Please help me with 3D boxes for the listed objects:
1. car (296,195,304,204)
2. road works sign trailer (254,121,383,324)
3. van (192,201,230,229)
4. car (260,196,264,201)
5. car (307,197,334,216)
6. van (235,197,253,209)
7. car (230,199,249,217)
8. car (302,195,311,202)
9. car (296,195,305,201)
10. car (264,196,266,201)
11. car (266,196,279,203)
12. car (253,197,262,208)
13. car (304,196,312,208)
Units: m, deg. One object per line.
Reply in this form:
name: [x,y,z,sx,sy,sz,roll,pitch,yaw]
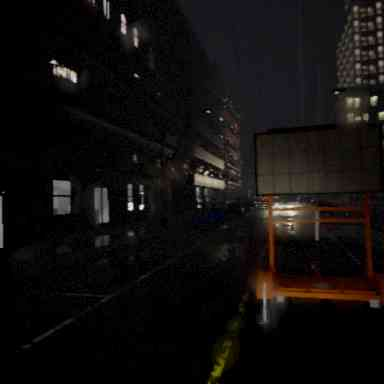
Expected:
car: [20.109,1.216,58.884,2.192,1.841,5.009,-1,0,16]
road works sign trailer: [2.551,0.453,6.827,2.380,3.560,2.880,-2,-1,16]
van: [1.229,1.517,22.887,1.690,1.788,3.998,-1,0,16]
car: [10.534,1.754,55.790,1.802,1.307,4.206,-1,0,16]
car: [12.362,1.463,31.467,2.008,1.369,4.403,-1,0,16]
van: [5.881,1.520,39.341,1.690,1.788,3.998,-1,0,16]
car: [4.334,1.745,33.858,1.947,1.339,4.313,-1,0,16]
car: [15.462,1.455,42.432,1.887,1.381,4.507,-1,0,16]
car: [26.289,1.448,80.821,1.947,1.339,4.313,-1,0,16]
car: [16.732,1.470,77.728,2.192,1.841,5.009,-1,0,16]
car: [17.287,1.568,69.860,2.128,1.511,4.902,-2,-1,16]
car: [8.984,1.726,50.307,2.008,1.369,4.403,-1,0,16]
car: [13.912,1.463,36.949,2.008,1.369,4.403,-1,0,16]
